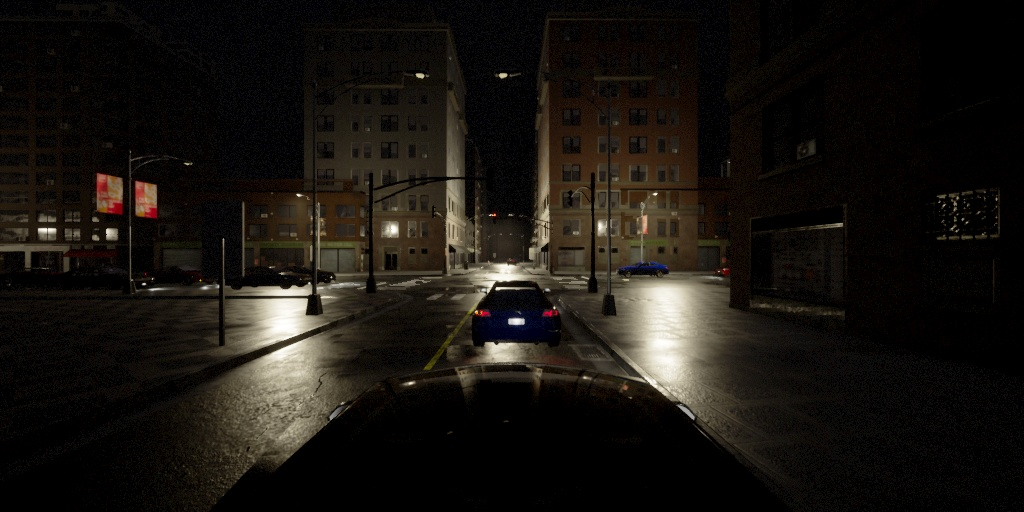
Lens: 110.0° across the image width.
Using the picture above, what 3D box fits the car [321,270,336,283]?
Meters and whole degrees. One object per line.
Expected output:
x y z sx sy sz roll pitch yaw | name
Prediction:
-15.043 1.365 25.889 4.181 1.385 1.994 0 0 0 | car

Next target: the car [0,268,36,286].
-33.715 1.469 25.806 4.718 1.301 1.895 0 0 0 | car

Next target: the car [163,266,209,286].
-23.824 1.399 25.845 4.181 1.385 1.994 0 0 -1 | car

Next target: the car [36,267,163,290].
-25.837 1.390 22.590 5.357 1.411 2.033 0 0 0 | car

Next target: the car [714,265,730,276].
20.900 1.225 32.758 4.181 1.385 1.994 0 0 0 | car

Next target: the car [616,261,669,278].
11.860 1.218 32.719 4.674 1.442 1.812 0 0 0 | car

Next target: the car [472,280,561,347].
0.096 1.314 9.355 1.994 1.385 4.181 0 0 0 | car

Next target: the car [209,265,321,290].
-15.457 1.350 22.638 5.357 1.411 2.033 0 0 0 | car
